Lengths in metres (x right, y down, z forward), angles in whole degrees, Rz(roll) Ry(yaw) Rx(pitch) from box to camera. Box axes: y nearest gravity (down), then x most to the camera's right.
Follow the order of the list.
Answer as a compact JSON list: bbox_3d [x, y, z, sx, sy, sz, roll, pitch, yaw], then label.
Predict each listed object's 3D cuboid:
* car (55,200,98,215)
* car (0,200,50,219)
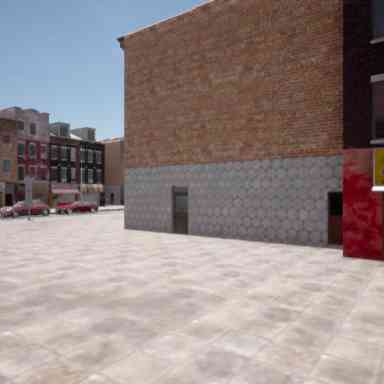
[{"bbox_3d":[-11.749,1.569,34.110,1.887,1.381,4.507,0,0,36],"label":"car"},{"bbox_3d":[-14.928,1.470,29.664,1.967,1.590,4.097,0,0,36],"label":"car"}]
